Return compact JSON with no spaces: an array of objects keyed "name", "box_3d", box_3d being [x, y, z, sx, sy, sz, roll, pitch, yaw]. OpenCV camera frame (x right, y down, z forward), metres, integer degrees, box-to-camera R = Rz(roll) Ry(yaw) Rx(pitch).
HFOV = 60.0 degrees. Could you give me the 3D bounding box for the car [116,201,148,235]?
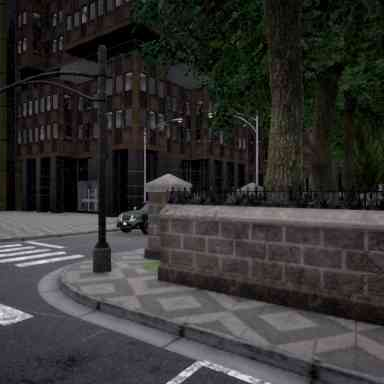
[{"name":"car","box_3d":[-2.385,1.584,22.008,2.150,2.045,5.566,0,-1,35]}]
